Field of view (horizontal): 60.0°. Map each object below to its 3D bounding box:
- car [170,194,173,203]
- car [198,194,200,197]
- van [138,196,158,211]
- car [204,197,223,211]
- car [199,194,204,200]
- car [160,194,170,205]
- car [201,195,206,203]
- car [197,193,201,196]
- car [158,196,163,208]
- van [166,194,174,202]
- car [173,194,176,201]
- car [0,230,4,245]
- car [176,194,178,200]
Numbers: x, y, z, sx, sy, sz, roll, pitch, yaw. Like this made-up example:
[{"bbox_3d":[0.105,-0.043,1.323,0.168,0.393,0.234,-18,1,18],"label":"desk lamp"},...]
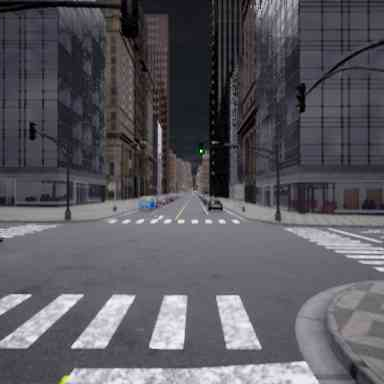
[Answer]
[{"bbox_3d":[-5.491,1.422,64.414,2.192,1.841,5.009,0,0,0],"label":"car"},{"bbox_3d":[3.180,1.690,86.956,1.802,1.307,4.206,0,0,0],"label":"car"},{"bbox_3d":[-5.639,1.426,41.819,1.690,1.788,3.998,0,0,0],"label":"van"},{"bbox_3d":[2.886,1.650,41.764,1.947,1.339,4.313,0,0,0],"label":"car"},{"bbox_3d":[3.069,1.653,70.009,1.887,1.381,4.507,0,0,0],"label":"car"},{"bbox_3d":[-5.528,1.544,58.765,1.967,1.590,4.097,0,0,0],"label":"car"},{"bbox_3d":[2.996,1.685,58.712,1.802,1.307,4.206,0,0,0],"label":"car"},{"bbox_3d":[3.216,1.658,92.605,2.008,1.369,4.403,0,0,0],"label":"car"},{"bbox_3d":[-5.603,1.675,47.468,1.802,1.307,4.206,0,0,0],"label":"car"},{"bbox_3d":[-5.381,1.451,81.360,1.690,1.788,3.998,0,0,0],"label":"van"},{"bbox_3d":[-5.417,1.425,75.711,2.192,1.841,5.009,0,0,0],"label":"car"},{"bbox_3d":[-9.111,1.531,11.294,4.718,1.301,1.895,1,-1,0],"label":"car"},{"bbox_3d":[-5.345,1.654,87.008,1.887,1.381,4.507,0,0,0],"label":"car"}]
